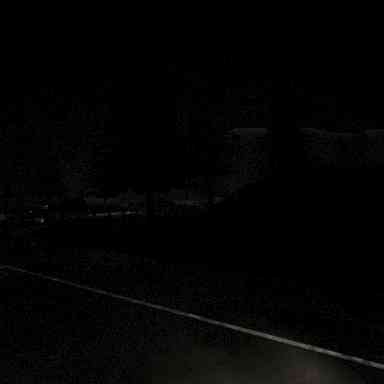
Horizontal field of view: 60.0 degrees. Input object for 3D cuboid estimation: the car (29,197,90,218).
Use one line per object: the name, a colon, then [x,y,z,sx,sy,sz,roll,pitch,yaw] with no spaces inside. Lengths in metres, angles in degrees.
car: [-11.435,1.260,29.394,2.097,1.767,4.553,0,0,41]

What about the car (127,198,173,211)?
car: [-5.097,1.450,40.703,5.357,1.411,2.033,0,0,-40]

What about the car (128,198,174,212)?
car: [-4.220,1.408,36.730,4.902,1.511,2.128,0,0,-42]
